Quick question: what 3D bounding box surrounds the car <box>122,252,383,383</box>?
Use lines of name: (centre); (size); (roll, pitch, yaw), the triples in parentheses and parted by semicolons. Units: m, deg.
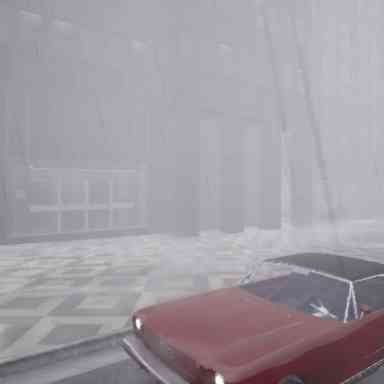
car: (1.549, 1.601, 4.472); (4.718, 1.301, 1.895); (0, 0, -35)
